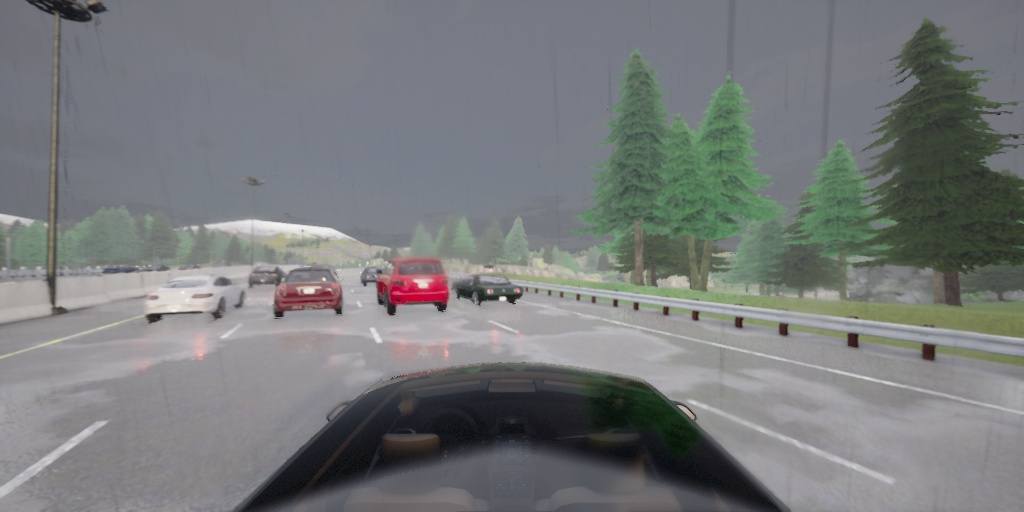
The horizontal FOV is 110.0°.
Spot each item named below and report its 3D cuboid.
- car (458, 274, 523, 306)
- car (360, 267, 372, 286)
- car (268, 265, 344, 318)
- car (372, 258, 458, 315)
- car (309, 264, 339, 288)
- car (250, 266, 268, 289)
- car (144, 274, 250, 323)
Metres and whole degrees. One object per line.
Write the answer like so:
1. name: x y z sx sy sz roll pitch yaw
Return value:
1. car: -1.337 1.498 16.804 1.895 1.301 4.718 0 -1 -26
2. car: -10.751 1.547 28.043 2.033 1.411 5.357 0 -1 -26
3. car: -7.691 1.215 13.876 2.097 1.767 4.553 0 -1 -26
4. car: -4.191 1.099 14.665 2.150 2.045 5.566 0 0 -26
5. car: -14.626 1.474 28.038 1.882 1.535 5.008 0 0 -26
6. car: -17.454 1.467 25.840 2.128 1.511 4.902 0 0 -26
7. car: -11.026 1.376 12.732 1.812 1.442 4.674 0 0 -26
